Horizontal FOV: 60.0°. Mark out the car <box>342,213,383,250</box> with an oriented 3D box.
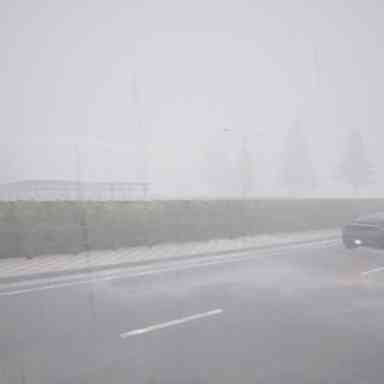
[{"bbox_3d":[8.188,1.636,13.926,4.892,1.490,1.837,1,0,-36],"label":"car"}]
